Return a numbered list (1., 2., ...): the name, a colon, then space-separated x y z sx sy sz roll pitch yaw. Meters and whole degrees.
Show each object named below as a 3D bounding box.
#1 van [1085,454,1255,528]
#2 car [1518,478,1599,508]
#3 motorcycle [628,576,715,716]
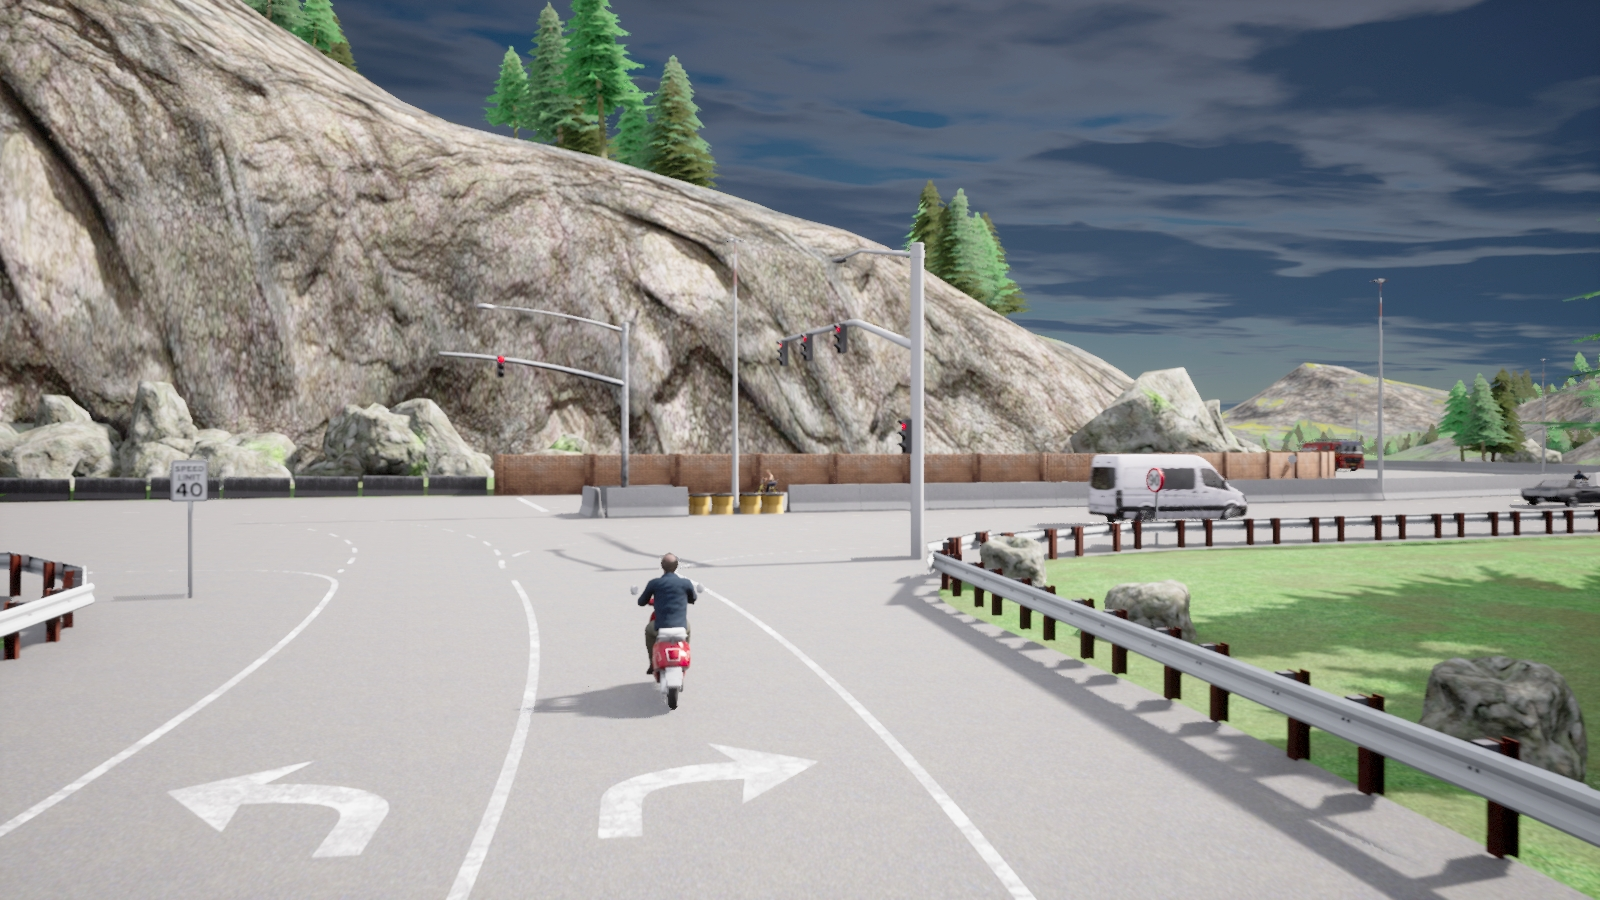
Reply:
1. van: 13.501 1.437 41.678 5.915 2.561 1.988 0 0 -19
2. car: 36.568 2.029 54.341 4.718 1.301 1.895 0 0 -26
3. motorcycle: -1.481 2.150 12.849 0.856 1.236 1.805 0 0 -10
